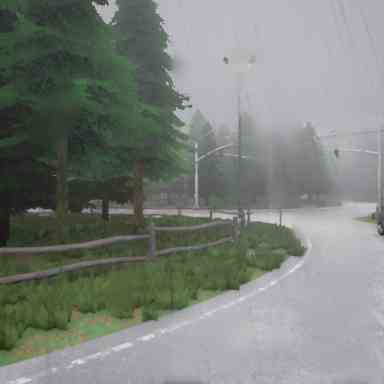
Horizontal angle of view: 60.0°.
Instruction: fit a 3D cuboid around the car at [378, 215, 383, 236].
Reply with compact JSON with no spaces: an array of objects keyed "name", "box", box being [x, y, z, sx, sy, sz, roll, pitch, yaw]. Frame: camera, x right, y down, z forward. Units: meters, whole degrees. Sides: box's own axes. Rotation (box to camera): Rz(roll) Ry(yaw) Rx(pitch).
[{"name":"car","box":[10.266,1.346,15.402,2.097,1.767,4.553,0,0,15]}]
